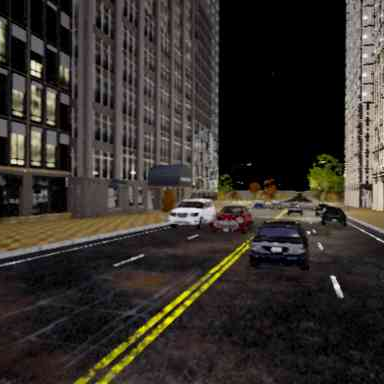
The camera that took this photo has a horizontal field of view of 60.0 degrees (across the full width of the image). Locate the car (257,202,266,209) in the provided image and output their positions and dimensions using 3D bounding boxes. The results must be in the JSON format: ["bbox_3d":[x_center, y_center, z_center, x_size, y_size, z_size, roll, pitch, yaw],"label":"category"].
[{"bbox_3d":[12.861,2.504,63.018,1.895,1.301,4.718,1,-1,18],"label":"car"}]

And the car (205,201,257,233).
[{"bbox_3d":[2.643,1.646,21.369,2.097,1.767,4.553,1,-1,18],"label":"car"}]

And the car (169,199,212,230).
[{"bbox_3d":[0.186,1.519,24.322,2.150,2.045,5.566,1,-1,18],"label":"car"}]

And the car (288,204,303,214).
[{"bbox_3d":[13.674,2.250,44.140,2.033,1.411,5.357,1,-1,18],"label":"car"}]

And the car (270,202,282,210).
[{"bbox_3d":[15.152,2.443,59.588,2.033,1.411,5.357,1,-1,19],"label":"car"}]

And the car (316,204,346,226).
[{"bbox_3d":[11.811,1.995,28.061,1.837,1.490,4.892,1,-1,19],"label":"car"}]

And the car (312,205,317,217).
[{"bbox_3d":[15.571,2.183,39.684,1.837,1.490,4.892,1,0,19],"label":"car"}]

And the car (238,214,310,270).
[{"bbox_3d":[3.207,1.736,11.955,2.033,1.411,5.357,1,-1,18],"label":"car"}]
